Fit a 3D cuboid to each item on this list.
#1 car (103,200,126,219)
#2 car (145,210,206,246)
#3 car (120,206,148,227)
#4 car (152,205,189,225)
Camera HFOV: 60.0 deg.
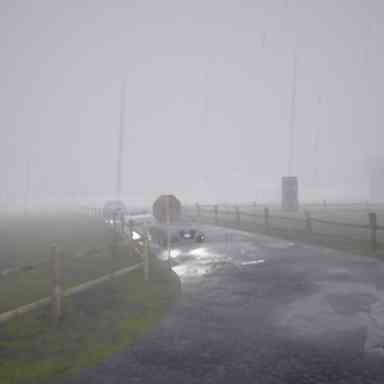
[{"bbox_3d":[-8.960,1.957,38.557,2.150,2.045,5.566,-2,-1,-23],"label":"car"},{"bbox_3d":[-0.834,1.808,16.734,1.994,1.385,4.181,-2,-1,-18],"label":"car"},{"bbox_3d":[-4.194,2.054,26.442,1.895,1.301,4.718,-2,-1,-20],"label":"car"},{"bbox_3d":[-1.970,1.916,28.651,1.812,1.442,4.674,-2,-1,-21],"label":"car"}]
